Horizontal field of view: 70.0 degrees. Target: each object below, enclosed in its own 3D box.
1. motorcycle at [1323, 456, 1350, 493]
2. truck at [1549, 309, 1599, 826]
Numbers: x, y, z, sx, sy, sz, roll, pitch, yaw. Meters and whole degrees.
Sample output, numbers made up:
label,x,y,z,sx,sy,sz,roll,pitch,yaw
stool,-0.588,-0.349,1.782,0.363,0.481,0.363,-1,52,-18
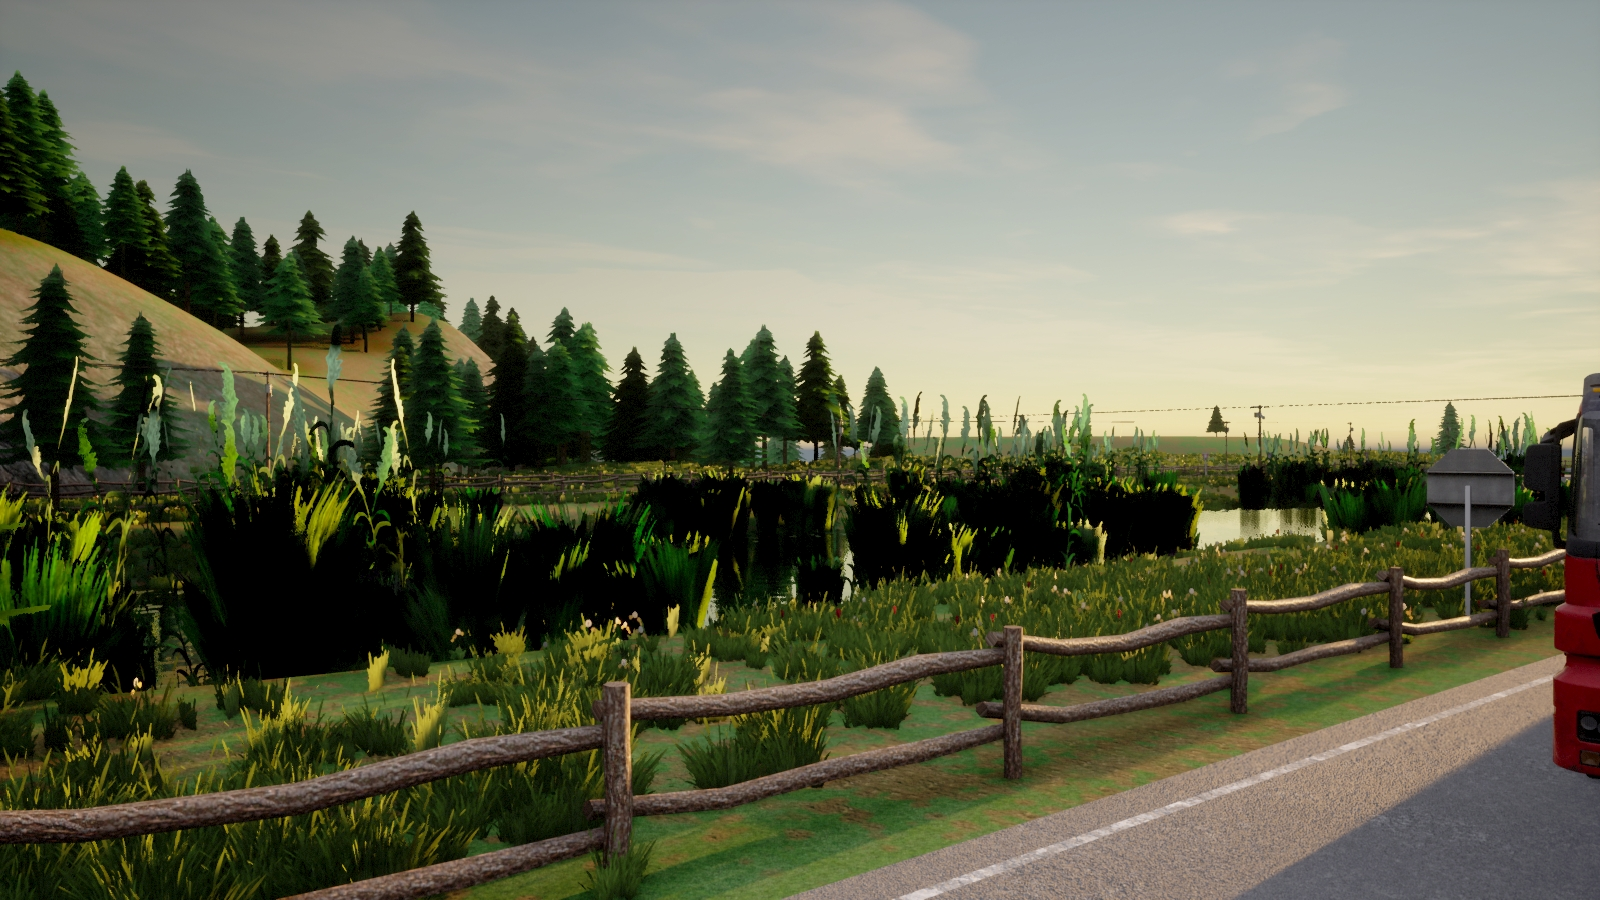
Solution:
label,x,y,z,sx,sy,sz,roll,pitch,yaw
motorcycle,34.996,1.577,74.472,2.033,2.348,0.803,0,0,-39
truck,9.517,0.862,10.949,2.891,3.827,8.468,0,0,40
